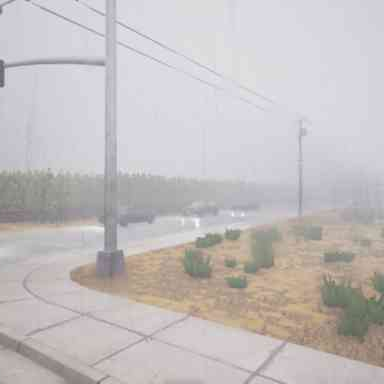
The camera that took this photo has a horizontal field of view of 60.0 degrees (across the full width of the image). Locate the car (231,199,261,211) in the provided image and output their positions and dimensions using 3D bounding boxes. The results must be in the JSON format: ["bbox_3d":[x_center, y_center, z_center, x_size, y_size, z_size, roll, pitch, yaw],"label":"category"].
[{"bbox_3d":[6.571,1.540,40.106,2.033,1.411,5.357,0,0,33],"label":"car"}]

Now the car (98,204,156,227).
[{"bbox_3d":[-4.415,1.560,22.999,1.994,1.385,4.181,0,0,33],"label":"car"}]

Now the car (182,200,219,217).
[{"bbox_3d":[0.944,1.520,31.324,1.812,1.442,4.674,0,0,32],"label":"car"}]
